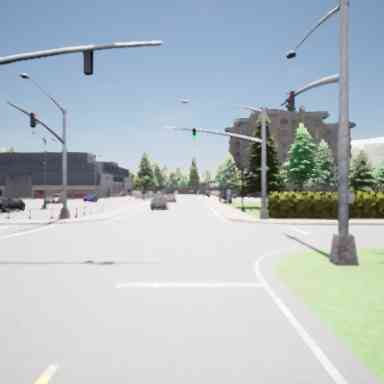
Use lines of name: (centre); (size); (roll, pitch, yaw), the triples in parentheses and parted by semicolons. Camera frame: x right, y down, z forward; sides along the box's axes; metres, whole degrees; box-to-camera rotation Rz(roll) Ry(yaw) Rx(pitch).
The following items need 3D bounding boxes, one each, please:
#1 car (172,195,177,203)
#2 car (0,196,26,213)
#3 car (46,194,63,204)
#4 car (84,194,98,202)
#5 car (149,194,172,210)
car: (-3.679, 1.170, 58.333); (1.812, 1.442, 4.674); (0, 0, 0)
car: (-17.788, 1.156, 31.954); (2.007, 1.523, 4.514); (0, 0, 0)
car: (-20.647, 1.089, 50.588); (1.970, 1.475, 3.806); (0, 0, 0)
car: (-17.614, 1.031, 57.987); (1.845, 1.501, 3.633); (0, 0, 0)
car: (-3.693, 1.275, 37.949); (1.837, 1.490, 4.892); (0, 0, 0)
